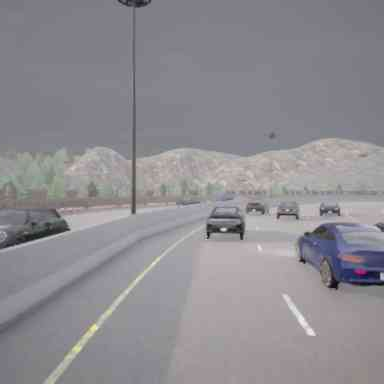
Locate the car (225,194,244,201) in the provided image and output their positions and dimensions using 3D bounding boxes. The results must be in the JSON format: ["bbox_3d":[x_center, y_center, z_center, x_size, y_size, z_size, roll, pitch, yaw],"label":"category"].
[{"bbox_3d":[7.439,1.483,52.006,1.882,1.535,5.008,0,0,32],"label":"car"}]

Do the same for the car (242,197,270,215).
[{"bbox_3d":[6.945,1.511,34.884,1.837,1.490,4.892,0,0,21],"label":"car"}]

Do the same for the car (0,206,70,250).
[{"bbox_3d":[-6.241,1.344,11.792,2.097,1.767,4.553,0,0,7],"label":"car"}]

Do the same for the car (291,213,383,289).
[{"bbox_3d":[4.150,1.530,8.972,1.812,1.442,4.674,0,0,5],"label":"car"}]

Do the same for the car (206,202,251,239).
[{"bbox_3d":[1.874,1.493,17.511,2.128,1.511,4.902,0,0,10],"label":"car"}]

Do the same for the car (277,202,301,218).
[{"bbox_3d":[8.613,1.556,29.570,2.033,1.411,5.357,0,0,19],"label":"car"}]

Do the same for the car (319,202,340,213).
[{"bbox_3d":[13.902,1.615,33.570,1.895,1.301,4.718,0,0,22],"label":"car"}]

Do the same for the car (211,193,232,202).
[{"bbox_3d":[5.221,1.222,55.108,2.150,2.045,5.566,0,0,32],"label":"car"}]

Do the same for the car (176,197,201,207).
[{"bbox_3d":[-0.533,1.543,52.320,2.033,1.411,5.357,0,0,28],"label":"car"}]
